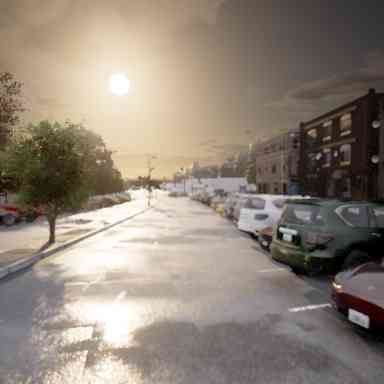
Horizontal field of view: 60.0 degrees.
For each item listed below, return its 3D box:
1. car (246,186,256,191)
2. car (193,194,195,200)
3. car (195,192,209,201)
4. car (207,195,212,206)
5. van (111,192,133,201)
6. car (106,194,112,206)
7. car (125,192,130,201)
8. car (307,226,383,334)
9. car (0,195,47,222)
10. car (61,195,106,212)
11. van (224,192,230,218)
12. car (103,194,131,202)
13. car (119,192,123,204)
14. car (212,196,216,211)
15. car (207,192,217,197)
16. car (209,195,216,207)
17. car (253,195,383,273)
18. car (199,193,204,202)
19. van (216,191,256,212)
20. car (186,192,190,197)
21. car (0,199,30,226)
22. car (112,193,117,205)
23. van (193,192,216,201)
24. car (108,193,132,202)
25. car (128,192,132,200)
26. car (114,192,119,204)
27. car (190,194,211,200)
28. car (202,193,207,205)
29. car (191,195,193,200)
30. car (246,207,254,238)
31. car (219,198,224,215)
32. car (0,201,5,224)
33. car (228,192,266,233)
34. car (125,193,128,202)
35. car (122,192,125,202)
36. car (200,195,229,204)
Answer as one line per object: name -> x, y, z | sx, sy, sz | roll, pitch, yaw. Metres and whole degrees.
car -> 16.733, -0.155, 93.268 | 2.002, 1.452, 4.674 | -7, 4, -31
car -> 3.272, 1.269, 66.039 | 4.674, 1.452, 2.002 | 1, 0, -25
car -> 4.004, 1.025, 53.959 | 5.566, 2.045, 2.435 | 1, 0, -23
car -> 4.596, 1.350, 35.858 | 4.892, 1.521, 2.231 | 1, 0, -21
van -> -15.739, 1.023, 74.854 | 4.442, 1.987, 1.878 | -1, 0, -25
car -> -13.847, 1.377, 45.276 | 4.792, 1.488, 2.163 | -1, 0, -22
car -> -14.841, 1.330, 63.000 | 4.674, 1.452, 2.002 | -1, 1, -24
car -> 4.717, 1.490, 5.748 | 4.792, 1.488, 2.163 | 1, 0, -20
car -> -13.522, 1.167, 24.486 | 5.566, 2.045, 2.435 | -1, 0, -20
car -> -13.805, 1.387, 42.282 | 4.792, 1.488, 2.163 | -1, 1, -22
van -> 4.613, 1.179, 20.744 | 4.442, 1.987, 1.878 | 1, 1, -20
car -> -15.476, 1.270, 68.827 | 5.366, 1.575, 1.946 | -1, 1, -25
car -> -14.450, 1.318, 54.059 | 5.366, 1.575, 1.946 | -1, 1, -23
car -> 4.850, 1.371, 29.897 | 5.366, 1.575, 1.946 | 1, 0, -21
car -> 4.531, 1.211, 38.877 | 4.553, 1.767, 2.185 | 1, 0, -22
car -> 4.659, 1.361, 32.840 | 5.008, 1.535, 2.097 | 1, 1, -21
car -> 4.767, 1.199, 8.780 | 5.566, 2.045, 2.435 | 1, 0, -20
car -> 4.174, 1.289, 50.957 | 5.008, 1.535, 2.097 | 1, 0, -23
van -> 4.592, 1.157, 26.768 | 4.442, 1.987, 1.878 | 1, 0, -20
car -> 2.075, 1.178, 77.994 | 5.366, 1.575, 1.946 | 1, 0, -26
car -> -13.457, 1.457, 21.538 | 4.792, 1.488, 2.163 | -1, 0, -20
car -> -13.985, 1.337, 48.218 | 5.008, 1.535, 2.097 | -1, 1, -22
van -> 2.695, 0.979, 72.007 | 4.442, 1.987, 1.878 | 1, 0, -25
car -> -15.535, 1.135, 71.867 | 4.553, 1.767, 2.185 | -1, 1, -25
car -> -14.901, 1.274, 66.034 | 5.366, 1.575, 1.946 | -1, 0, -24
car -> -14.160, 1.203, 51.169 | 4.553, 1.767, 2.185 | -1, 0, -22
car -> 2.124, 1.207, 81.054 | 4.792, 1.488, 2.163 | 0, 0, -26
car -> 4.391, 1.312, 44.923 | 5.008, 1.535, 2.097 | 1, 0, -22
car -> 3.053, 1.219, 69.050 | 4.892, 1.521, 2.231 | 1, 0, -25
car -> 4.737, 1.439, 11.770 | 5.008, 1.535, 2.097 | 1, 0, -20
car -> 4.736, 1.425, 23.814 | 4.792, 1.488, 2.163 | 1, 0, -20
car -> -13.501, 1.468, 18.535 | 4.792, 1.488, 2.163 | -1, 1, -20
car -> 4.756, 1.177, 14.788 | 5.566, 2.045, 2.435 | 1, 0, -20
car -> -14.633, 1.339, 60.046 | 4.674, 1.452, 2.002 | -1, 1, -24
car -> -14.422, 1.183, 57.101 | 4.553, 1.767, 2.185 | -1, 1, -23
car -> 3.861, 1.305, 56.997 | 4.674, 1.452, 2.002 | 1, 0, -23
